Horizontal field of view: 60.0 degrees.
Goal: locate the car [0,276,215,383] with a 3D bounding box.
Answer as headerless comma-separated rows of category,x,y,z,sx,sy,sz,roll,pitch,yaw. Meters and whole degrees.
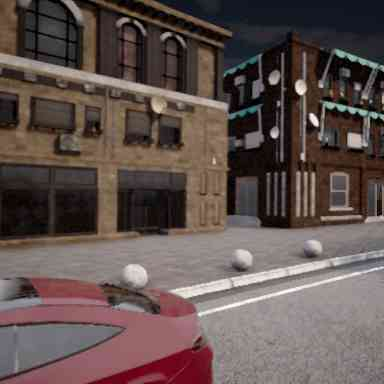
car,-1.941,1.526,2.576,4.674,1.442,1.812,0,0,-35
